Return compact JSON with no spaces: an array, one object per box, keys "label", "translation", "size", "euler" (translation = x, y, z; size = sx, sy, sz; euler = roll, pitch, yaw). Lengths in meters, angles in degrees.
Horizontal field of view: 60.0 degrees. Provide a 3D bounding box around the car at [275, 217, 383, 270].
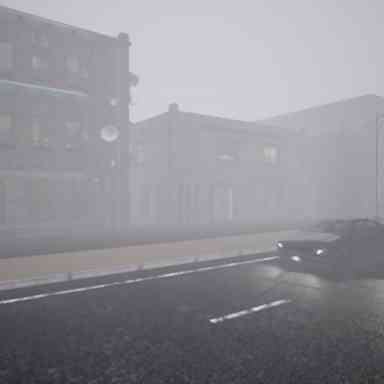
[{"label":"car","translation":[5.254,1.598,11.422],"size":[5.357,1.411,2.033],"euler":[0,0,-35]}]
